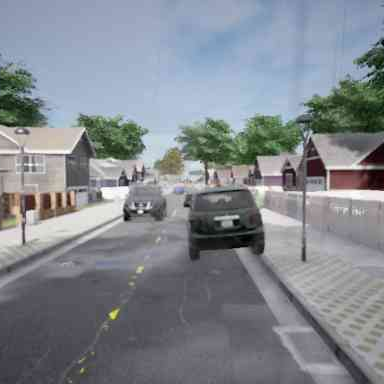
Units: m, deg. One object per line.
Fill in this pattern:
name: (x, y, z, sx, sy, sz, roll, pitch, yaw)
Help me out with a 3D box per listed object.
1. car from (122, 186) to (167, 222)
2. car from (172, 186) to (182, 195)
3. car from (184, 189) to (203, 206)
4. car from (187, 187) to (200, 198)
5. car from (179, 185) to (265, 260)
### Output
car: (-2.761, 0.630, 20.641, 2.150, 2.045, 5.566, 0, 2, 0)
car: (-2.523, -0.314, 61.450, 1.882, 1.535, 5.008, 0, 2, 1)
car: (0.194, 0.500, 34.734, 1.837, 1.490, 4.892, 0, 2, 1)
car: (0.237, 0.062, 48.704, 1.882, 1.535, 5.008, 0, 2, 1)
car: (0.922, 0.828, 11.192, 2.150, 2.045, 5.566, -5, 2, 0)
